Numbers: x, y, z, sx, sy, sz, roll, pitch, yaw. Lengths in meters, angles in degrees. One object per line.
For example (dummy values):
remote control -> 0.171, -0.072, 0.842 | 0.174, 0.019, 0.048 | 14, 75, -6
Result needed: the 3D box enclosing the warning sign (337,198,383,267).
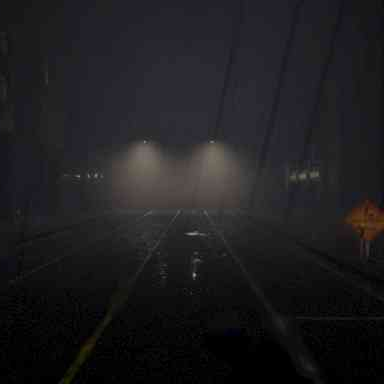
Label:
warning sign -> 5.070, 1.112, 9.616 | 1.300, 1.860, 1.060 | 0, 0, 0
